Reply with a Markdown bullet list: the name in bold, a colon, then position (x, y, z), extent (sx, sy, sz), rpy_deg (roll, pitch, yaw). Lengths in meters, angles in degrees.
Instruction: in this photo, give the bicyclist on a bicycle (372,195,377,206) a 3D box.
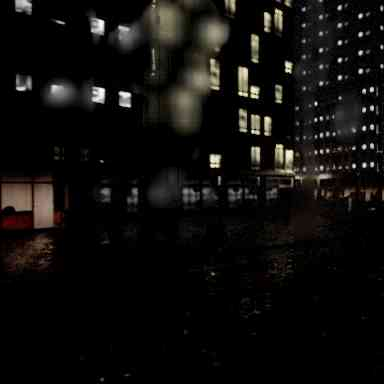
- **bicyclist on a bicycle**: position (26.986, 1.210, 49.155), extent (1.656, 1.620, 0.582), rpy_deg (-1, 1, -34)
